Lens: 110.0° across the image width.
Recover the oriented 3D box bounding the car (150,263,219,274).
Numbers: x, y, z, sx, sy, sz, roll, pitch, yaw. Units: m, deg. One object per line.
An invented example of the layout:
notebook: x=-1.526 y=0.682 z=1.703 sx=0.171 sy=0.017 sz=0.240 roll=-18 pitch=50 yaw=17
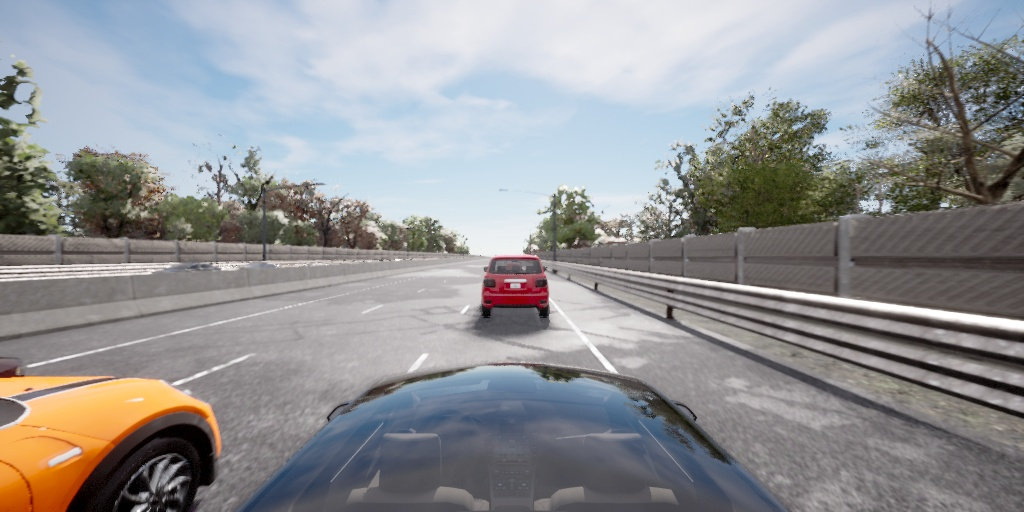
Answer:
car: x=-24.574 y=1.263 z=27.180 sx=1.837 sy=1.490 sz=4.892 roll=0 pitch=0 yaw=0

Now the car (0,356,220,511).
car: x=-3.399 y=1.102 z=0.984 sx=2.097 sy=1.767 sz=4.553 roll=0 pitch=0 yaw=0

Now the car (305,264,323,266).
car: x=-17.549 y=1.358 z=31.108 sx=1.895 sy=1.301 sz=4.718 roll=0 pitch=0 yaw=0

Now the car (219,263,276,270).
car: x=-21.061 y=1.283 z=29.500 sx=1.812 sy=1.442 sz=4.674 roll=0 pitch=0 yaw=0

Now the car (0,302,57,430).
car: x=-6.901 y=1.298 z=1.955 sx=2.033 sy=1.411 sz=5.357 roll=0 pitch=0 yaw=0

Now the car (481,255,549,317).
car: x=0.103 y=0.974 z=13.277 sx=2.150 sy=2.045 sz=5.566 roll=0 pitch=0 yaw=0
